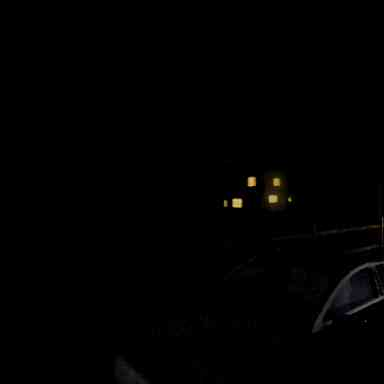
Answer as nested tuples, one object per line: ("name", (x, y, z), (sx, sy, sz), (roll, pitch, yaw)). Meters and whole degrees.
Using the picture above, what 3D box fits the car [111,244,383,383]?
("car", (1.443, 1.493, 4.158), (4.902, 1.511, 2.128), (0, 0, -36))
